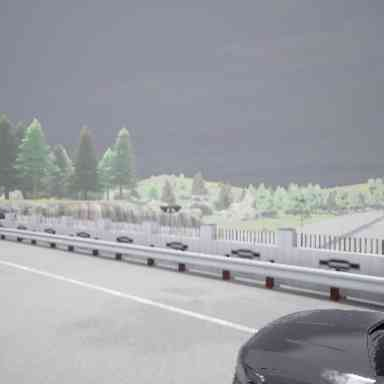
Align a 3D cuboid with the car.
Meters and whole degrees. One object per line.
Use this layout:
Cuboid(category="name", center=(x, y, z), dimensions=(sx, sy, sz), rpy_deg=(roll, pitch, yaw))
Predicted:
Cuboid(category="car", center=(2.594, 1.509, 2.122), dimensions=(4.892, 1.490, 1.837), rpy_deg=(0, 0, 36))
